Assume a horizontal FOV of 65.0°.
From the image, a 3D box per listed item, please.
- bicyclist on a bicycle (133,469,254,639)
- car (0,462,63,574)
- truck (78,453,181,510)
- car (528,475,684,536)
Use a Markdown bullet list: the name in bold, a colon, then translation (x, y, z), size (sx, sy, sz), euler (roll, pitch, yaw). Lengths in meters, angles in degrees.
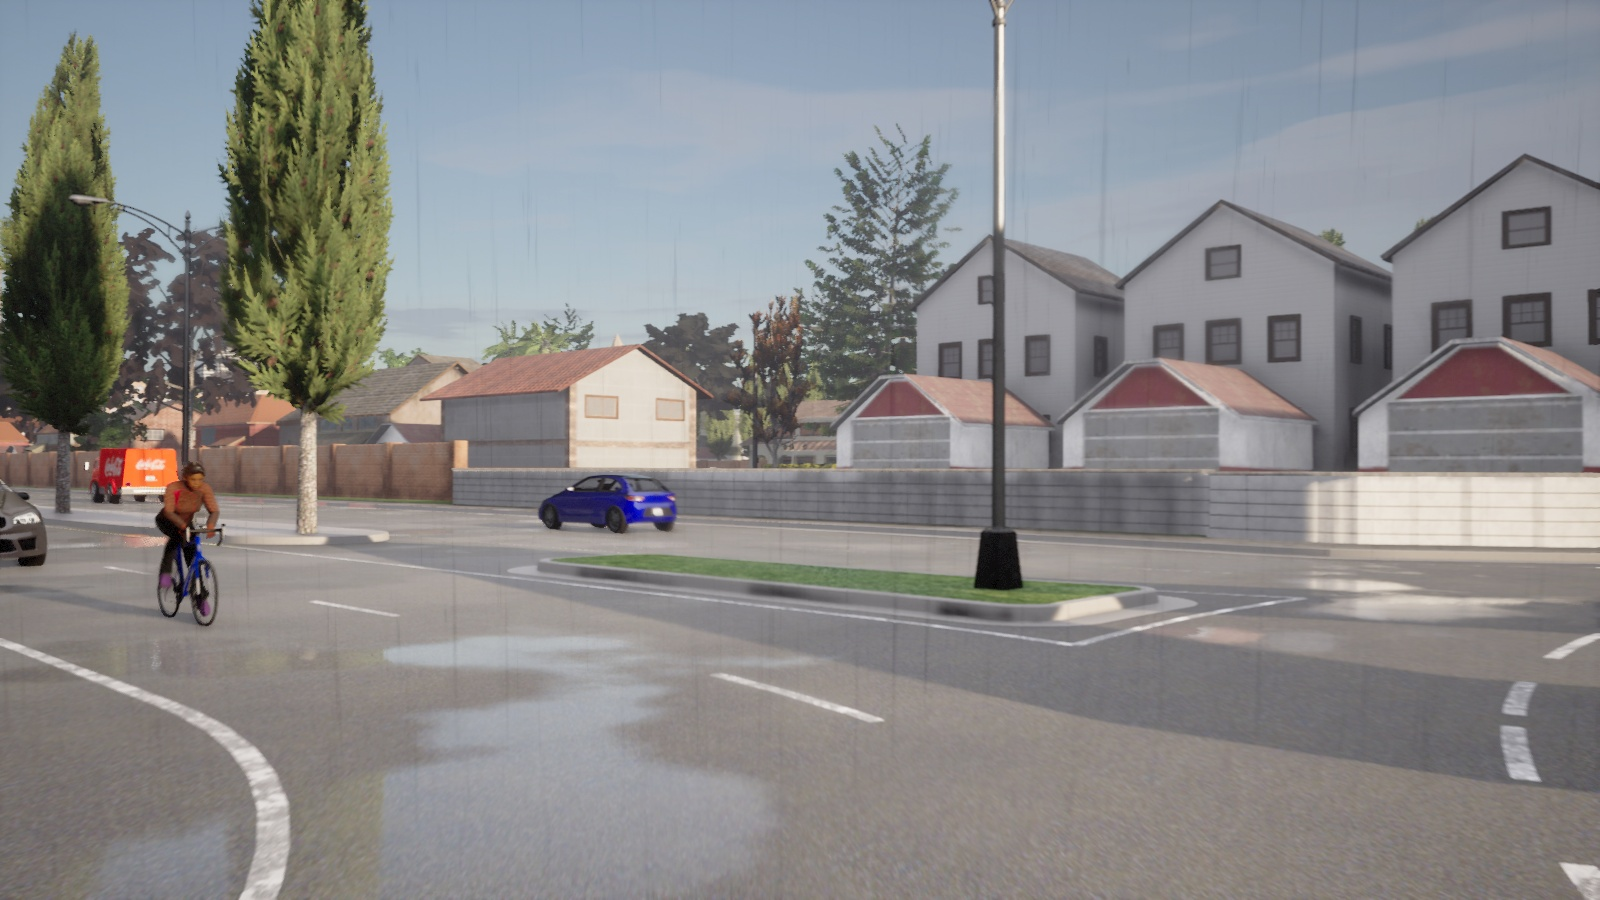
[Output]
- **bicyclist on a bicycle**: translation (-6.206, 1.009, 12.818), size (1.656, 1.620, 0.582), euler (0, -1, 45)
- **car**: translation (-13.848, 1.058, 20.239), size (4.611, 1.667, 2.242), euler (-1, -2, 44)
- **truck**: translation (-30.471, 1.412, 57.020), size (5.204, 2.467, 2.627), euler (-1, -1, 44)
- **car**: translation (-5.085, 1.395, 32.620), size (4.193, 1.474, 1.816), euler (-1, -1, 44)
